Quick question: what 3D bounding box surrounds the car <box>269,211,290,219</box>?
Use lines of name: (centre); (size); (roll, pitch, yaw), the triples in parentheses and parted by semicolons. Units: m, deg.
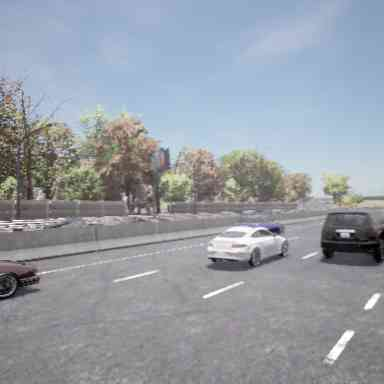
car: (16.070, 4.191, 60.867); (1.895, 1.301, 4.718); (-4, -4, 38)

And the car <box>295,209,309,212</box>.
car: (19.899, 3.818, 60.143); (2.097, 1.767, 4.553); (-4, -4, 38)

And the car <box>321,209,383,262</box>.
car: (7.438, 1.774, 14.757); (2.150, 2.045, 5.566); (-3, -3, 37)

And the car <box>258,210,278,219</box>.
car: (14.864, 4.324, 65.034); (1.837, 1.490, 4.892); (-3, -3, 37)

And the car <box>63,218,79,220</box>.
car: (-10.484, 3.373, 31.919); (1.994, 1.385, 4.181); (-3, -3, 37)

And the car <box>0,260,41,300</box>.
car: (-6.562, 2.103, 7.899); (2.033, 1.411, 5.357); (-3, -3, 37)

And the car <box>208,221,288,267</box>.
car: (2.444, 2.156, 13.952); (1.812, 1.442, 4.674); (-3, -3, 37)

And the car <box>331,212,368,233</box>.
car: (13.563, 2.575, 28.547); (1.837, 1.490, 4.892); (-3, -3, 37)

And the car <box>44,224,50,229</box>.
car: (-12.838, 3.473, 34.605); (1.882, 1.535, 5.008); (-3, -3, 37)

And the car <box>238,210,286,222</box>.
car: (4.613, 2.347, 22.577); (2.097, 1.767, 4.553); (-3, -3, 37)

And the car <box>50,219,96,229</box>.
car: (-9.035, 3.189, 28.052); (1.895, 1.301, 4.718); (-3, -3, 37)

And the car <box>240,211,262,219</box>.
car: (11.933, 4.528, 66.945); (2.033, 1.411, 5.357); (-3, -4, 37)

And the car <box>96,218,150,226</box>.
car: (-5.097, 2.969, 27.459); (1.837, 1.490, 4.892); (-3, -3, 37)
